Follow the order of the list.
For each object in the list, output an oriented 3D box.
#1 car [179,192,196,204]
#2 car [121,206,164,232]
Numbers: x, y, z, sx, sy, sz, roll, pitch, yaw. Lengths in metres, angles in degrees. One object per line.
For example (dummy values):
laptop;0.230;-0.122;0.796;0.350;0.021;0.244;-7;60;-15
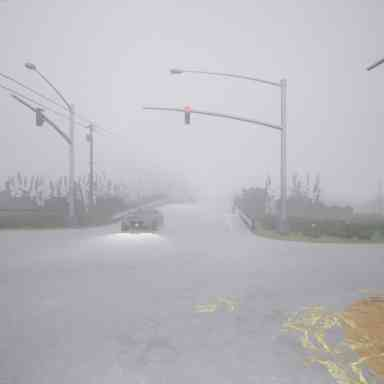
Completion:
car;-0.557;0.721;44.485;2.128;1.511;4.902;0;0;7
car;-2.873;1.579;20.016;1.994;1.385;4.181;0;1;4
